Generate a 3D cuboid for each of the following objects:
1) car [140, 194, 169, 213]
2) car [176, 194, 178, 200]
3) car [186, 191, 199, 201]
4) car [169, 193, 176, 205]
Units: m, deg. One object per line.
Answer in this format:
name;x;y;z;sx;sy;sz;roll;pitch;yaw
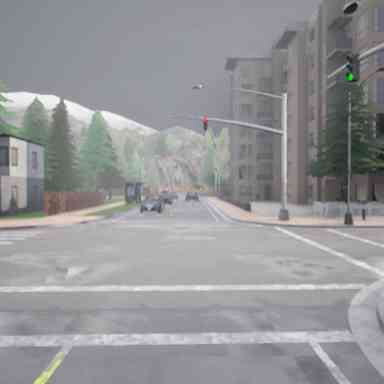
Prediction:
car;-3.588;1.071;30.507;2.128;1.511;4.902;0;1;0
car;-3.491;0.780;59.656;1.994;1.385;4.181;0;1;0
car;0.008;0.596;54.903;2.097;1.767;4.553;0;1;0
car;-3.574;0.998;43.737;1.895;1.301;4.718;0;1;0
